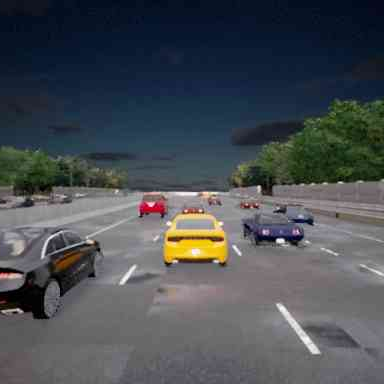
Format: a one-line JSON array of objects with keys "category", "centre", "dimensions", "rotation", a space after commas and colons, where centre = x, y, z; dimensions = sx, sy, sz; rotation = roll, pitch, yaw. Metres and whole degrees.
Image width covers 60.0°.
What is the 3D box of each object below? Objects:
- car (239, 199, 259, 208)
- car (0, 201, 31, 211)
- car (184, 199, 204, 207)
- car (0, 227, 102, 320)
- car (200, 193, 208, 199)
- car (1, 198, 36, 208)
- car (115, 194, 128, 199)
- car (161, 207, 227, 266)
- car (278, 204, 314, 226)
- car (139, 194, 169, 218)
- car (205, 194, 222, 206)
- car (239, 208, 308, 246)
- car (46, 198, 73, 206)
[{"category": "car", "centre": [7.102, 1.518, 41.826], "dimensions": [1.895, 1.301, 4.718], "rotation": [0, 0, 0]}, {"category": "car", "centre": [-14.097, 1.600, 24.392], "dimensions": [1.895, 1.301, 4.718], "rotation": [0, 0, 0]}, {"category": "car", "centre": [0.102, 1.578, 29.743], "dimensions": [1.895, 1.301, 4.718], "rotation": [0, 0, 0]}, {"category": "car", "centre": [-3.399, 1.514, 7.339], "dimensions": [2.128, 1.511, 4.902], "rotation": [0, 0, 0]}, {"category": "car", "centre": [3.506, 1.067, 79.033], "dimensions": [1.882, 1.535, 5.008], "rotation": [0, 1, 0]}, {"category": "car", "centre": [-21.078, 1.444, 41.237], "dimensions": [1.812, 1.442, 4.674], "rotation": [0, 0, 0]}, {"category": "car", "centre": [-13.997, 1.209, 66.416], "dimensions": [1.837, 1.490, 4.892], "rotation": [0, 1, 0]}, {"category": "car", "centre": [0.101, 1.503, 11.694], "dimensions": [1.882, 1.535, 5.008], "rotation": [0, 0, 0]}, {"category": "car", "centre": [7.080, 1.567, 23.584], "dimensions": [1.994, 1.385, 4.181], "rotation": [0, 0, 0]}, {"category": "car", "centre": [-3.398, 1.197, 30.214], "dimensions": [2.150, 2.045, 5.566], "rotation": [0, 0, 0]}, {"category": "car", "centre": [3.504, 1.367, 52.796], "dimensions": [1.812, 1.442, 4.674], "rotation": [0, 0, 0]}, {"category": "car", "centre": [3.501, 1.627, 15.365], "dimensions": [1.895, 1.301, 4.718], "rotation": [0, 0, 0]}, {"category": "car", "centre": [-17.581, 1.446, 44.471], "dimensions": [2.033, 1.411, 5.357], "rotation": [0, 0, 0]}]
